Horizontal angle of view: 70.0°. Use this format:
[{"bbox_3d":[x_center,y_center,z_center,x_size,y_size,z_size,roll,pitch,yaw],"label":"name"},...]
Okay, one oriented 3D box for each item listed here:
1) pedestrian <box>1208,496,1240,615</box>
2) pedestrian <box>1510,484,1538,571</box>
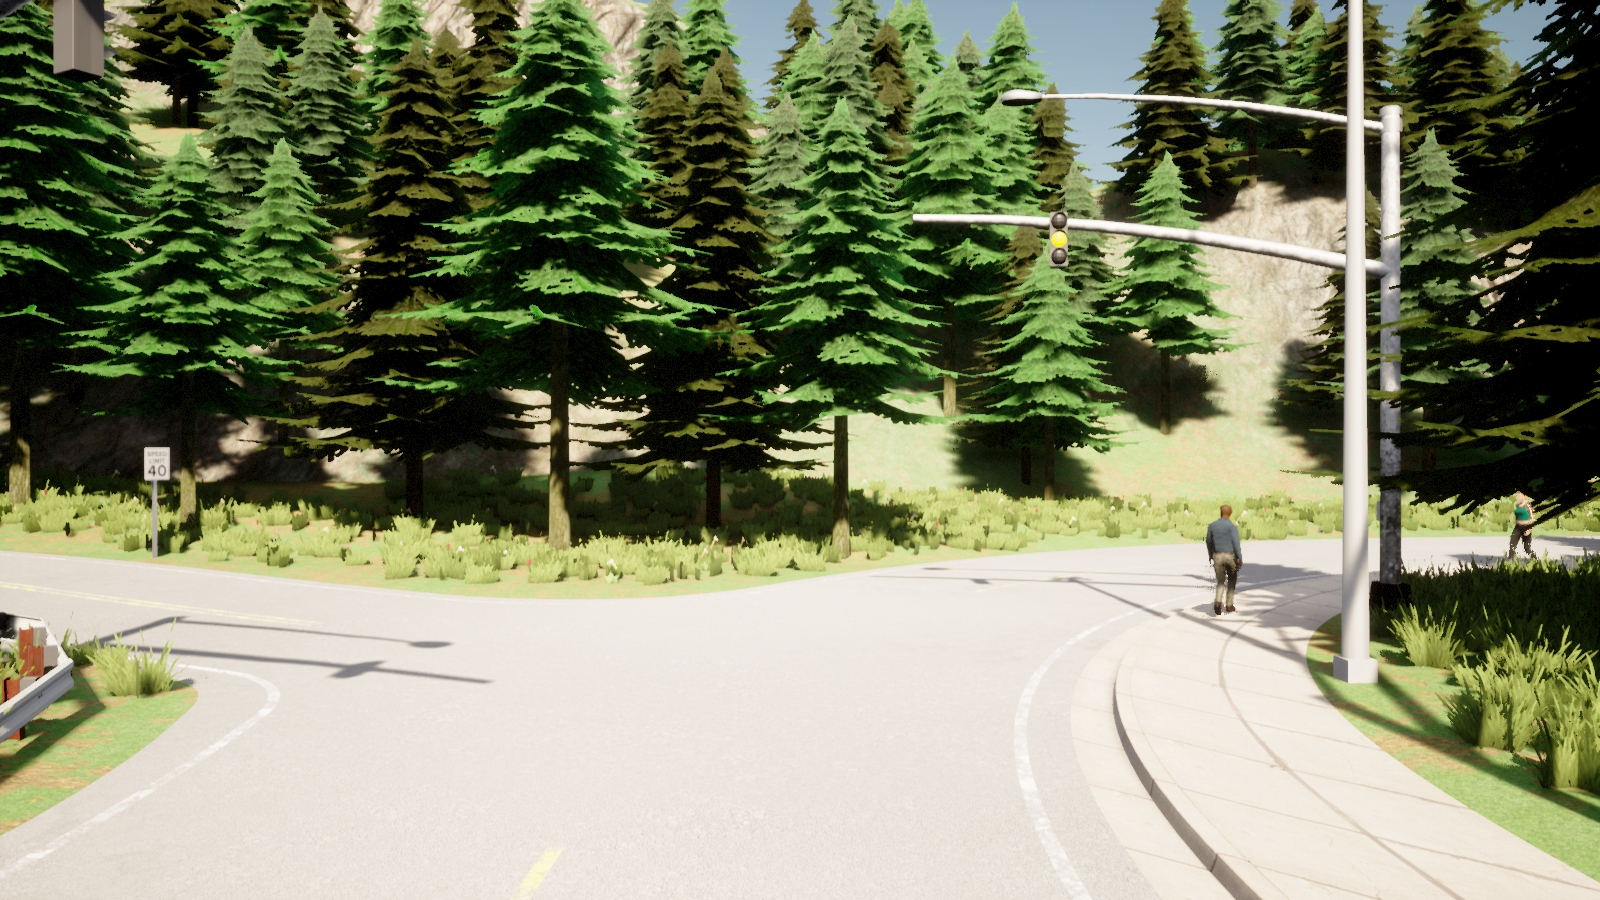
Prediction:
[{"bbox_3d":[6.768,1.668,18.232,0.375,1.860,0.375,0,0,40],"label":"pedestrian"},{"bbox_3d":[15.710,1.667,24.795,0.375,1.860,0.375,0,0,-12],"label":"pedestrian"}]
